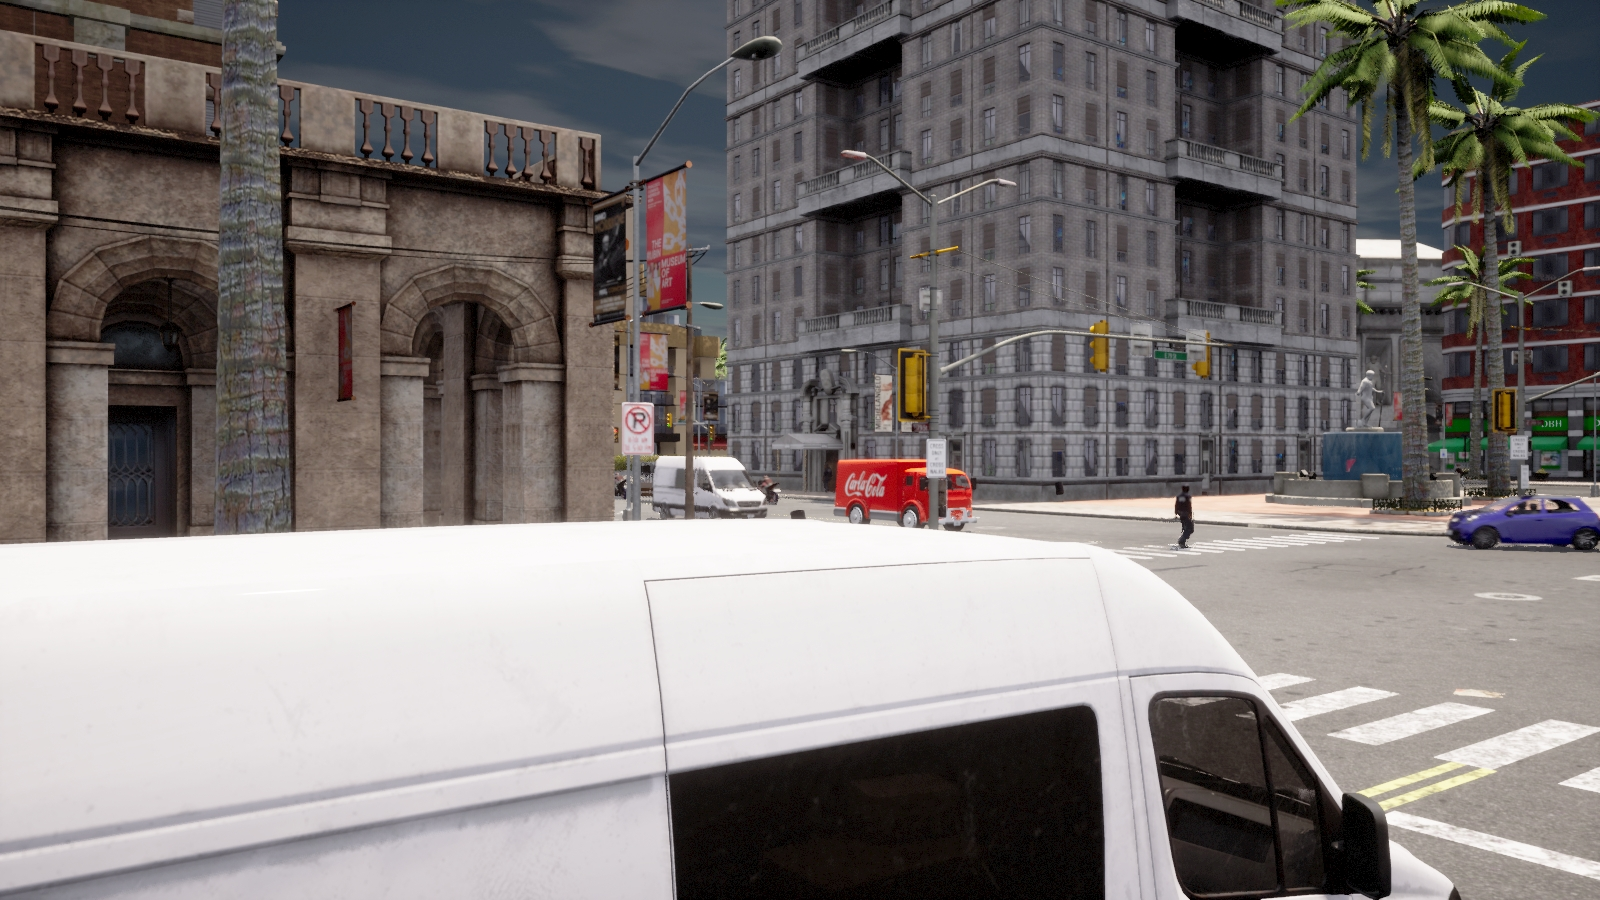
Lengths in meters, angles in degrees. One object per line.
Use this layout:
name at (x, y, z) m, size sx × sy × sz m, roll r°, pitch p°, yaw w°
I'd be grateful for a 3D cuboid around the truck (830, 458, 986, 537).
truck at (3.647, 1.555, 39.545) m, size 2.627 × 2.467 × 5.204 m, roll 0°, pitch 0°, yaw -35°

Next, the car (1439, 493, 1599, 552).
car at (20.340, 2.024, 32.254) m, size 3.633 × 1.501 × 1.845 m, roll 0°, pitch 1°, yaw 12°

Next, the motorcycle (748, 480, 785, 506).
motorcycle at (-1.741, 2.192, 59.063) m, size 0.867 × 1.251 × 2.209 m, roll 0°, pitch 0°, yaw -33°

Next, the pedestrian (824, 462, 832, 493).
pedestrian at (1.696, 1.680, 69.272) m, size 0.375 × 1.860 × 0.375 m, roll 0°, pitch 0°, yaw -38°

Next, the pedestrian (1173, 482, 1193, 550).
pedestrian at (10.696, 1.838, 31.887) m, size 0.375 × 1.860 × 0.375 m, roll 0°, pitch 0°, yaw -33°

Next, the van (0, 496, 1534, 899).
van at (0.019, 1.533, 3.806) m, size 5.915 × 2.561 × 1.988 m, roll 0°, pitch 0°, yaw -35°

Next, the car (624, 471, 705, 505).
car at (-7.297, 1.980, 61.103) m, size 2.152 × 1.651 × 5.027 m, roll 0°, pitch 0°, yaw -36°

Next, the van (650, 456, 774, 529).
van at (-3.450, 1.525, 43.560) m, size 1.988 × 2.561 × 5.915 m, roll 0°, pitch 0°, yaw -35°
